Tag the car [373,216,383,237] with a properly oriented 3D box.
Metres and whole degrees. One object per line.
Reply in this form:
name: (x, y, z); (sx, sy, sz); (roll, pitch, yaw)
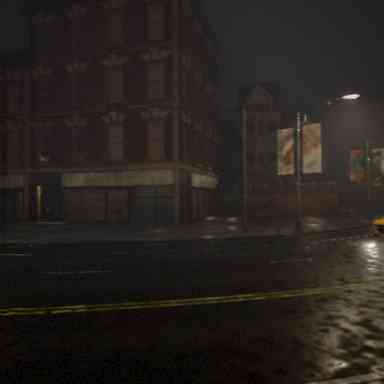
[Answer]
car: (12.143, 1.757, 18.865); (5.008, 1.535, 1.882); (1, -1, -37)
